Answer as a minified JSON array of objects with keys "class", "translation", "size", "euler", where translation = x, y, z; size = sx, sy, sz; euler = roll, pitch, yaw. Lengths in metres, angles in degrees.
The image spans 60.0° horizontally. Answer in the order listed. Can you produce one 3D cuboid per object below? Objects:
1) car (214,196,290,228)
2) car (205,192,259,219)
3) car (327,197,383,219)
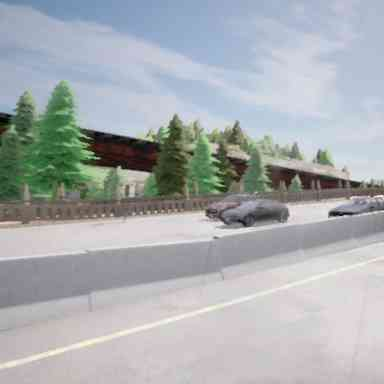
[{"class":"car","translation":[3.836,1.172,19.621],"size":[4.674,1.442,1.812],"euler":[-2,1,-35]},{"class":"car","translation":[3.122,0.950,23.411],"size":[4.553,1.767,2.097],"euler":[-2,1,-35]},{"class":"car","translation":[10.377,1.027,19.988],"size":[5.357,1.411,2.033],"euler":[-2,1,-35]}]
